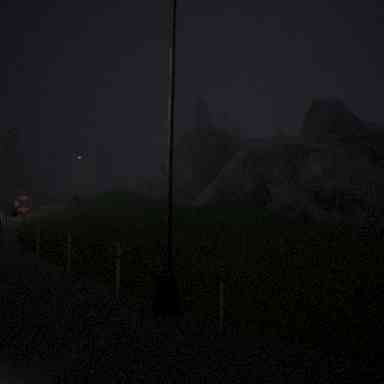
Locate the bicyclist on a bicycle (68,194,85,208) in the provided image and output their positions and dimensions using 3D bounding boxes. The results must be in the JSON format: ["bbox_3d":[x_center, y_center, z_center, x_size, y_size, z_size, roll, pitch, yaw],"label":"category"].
[{"bbox_3d":[-15.044,1.177,43.310,1.656,1.620,0.582,9,-2,6],"label":"bicyclist on a bicycle"}]

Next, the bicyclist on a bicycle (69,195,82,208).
[{"bbox_3d":[-15.067,1.201,42.993,1.656,1.620,0.582,8,5,6],"label":"bicyclist on a bicycle"}]
